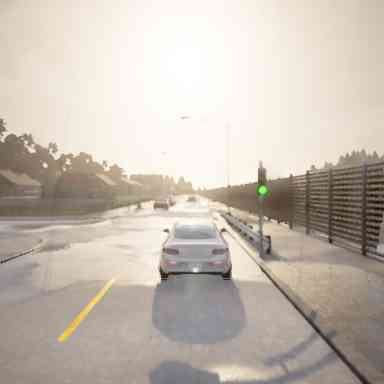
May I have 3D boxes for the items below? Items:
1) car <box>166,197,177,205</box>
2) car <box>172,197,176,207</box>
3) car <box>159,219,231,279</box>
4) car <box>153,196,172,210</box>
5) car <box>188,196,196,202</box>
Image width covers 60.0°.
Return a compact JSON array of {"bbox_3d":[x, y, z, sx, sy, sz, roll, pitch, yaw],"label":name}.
[{"bbox_3d":[-4.008,1.641,64.879,1.812,1.442,4.674,0,0,0],"label":"car"},{"bbox_3d":[-4.070,1.450,54.967,2.097,1.767,4.553,0,0,0],"label":"car"},{"bbox_3d":[0.087,1.544,9.946,1.812,1.442,4.674,0,0,0],"label":"car"},{"bbox_3d":[-4.099,1.558,45.037,1.882,1.535,5.008,0,0,0],"label":"car"},{"bbox_3d":[-0.015,1.619,79.609,1.882,1.535,5.008,0,0,0],"label":"car"}]
